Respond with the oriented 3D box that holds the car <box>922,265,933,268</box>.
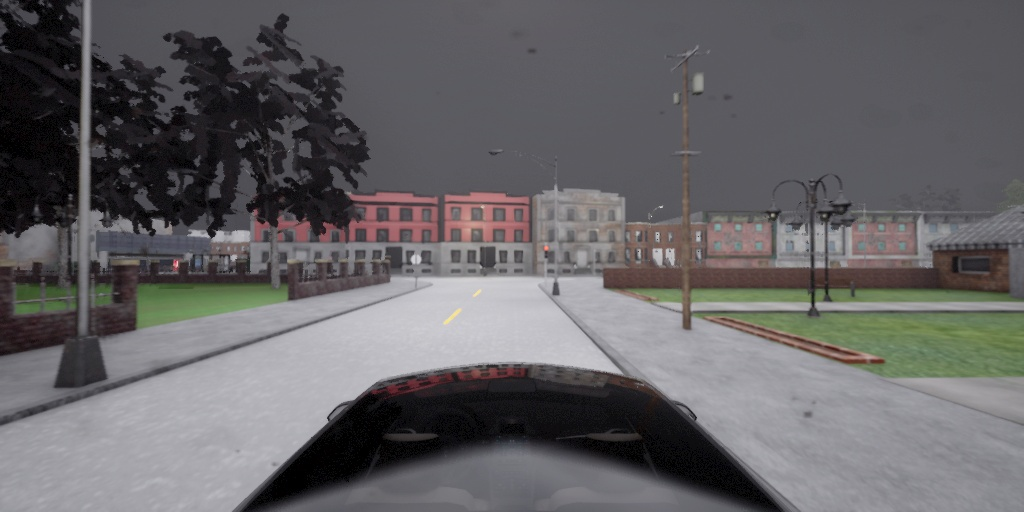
[{"bbox_3d":[46.507,1.727,39.498,5.357,1.411,2.033,0,-1,0],"label":"car"}]
